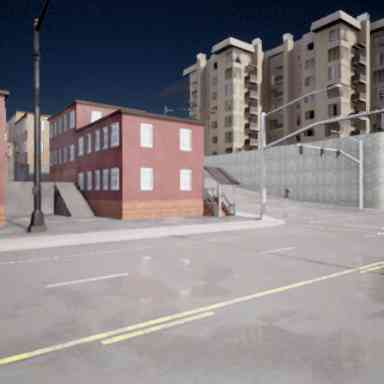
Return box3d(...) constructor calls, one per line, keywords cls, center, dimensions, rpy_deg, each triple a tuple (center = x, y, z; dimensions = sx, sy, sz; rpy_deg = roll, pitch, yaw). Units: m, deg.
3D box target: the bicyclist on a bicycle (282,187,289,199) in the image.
box3d(cls="bicyclist on a bicycle", center=(13.235, 0.174, 46.665), dimensions=(1.656, 1.620, 0.582), rpy_deg=(0, 7, -35))
